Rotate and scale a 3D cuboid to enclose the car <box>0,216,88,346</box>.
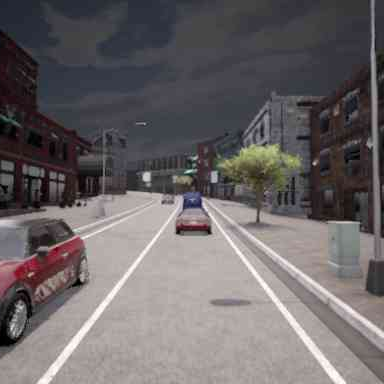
[{"bbox_3d":[-3.604,1.356,6.316,2.097,1.767,4.553,0,0,0],"label":"car"}]

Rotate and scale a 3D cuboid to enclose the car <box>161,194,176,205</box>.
[{"bbox_3d":[-3.550,1.098,49.893,1.837,1.490,4.892,0,1,0],"label":"car"}]

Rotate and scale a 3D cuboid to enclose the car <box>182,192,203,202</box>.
[{"bbox_3d":[0.068,0.987,37.878,2.150,2.045,5.566,0,1,0],"label":"car"}]

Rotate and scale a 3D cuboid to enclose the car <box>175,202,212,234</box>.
[{"bbox_3d":[0.086,1.533,19.208,1.994,1.385,4.181,0,0,0],"label":"car"}]
